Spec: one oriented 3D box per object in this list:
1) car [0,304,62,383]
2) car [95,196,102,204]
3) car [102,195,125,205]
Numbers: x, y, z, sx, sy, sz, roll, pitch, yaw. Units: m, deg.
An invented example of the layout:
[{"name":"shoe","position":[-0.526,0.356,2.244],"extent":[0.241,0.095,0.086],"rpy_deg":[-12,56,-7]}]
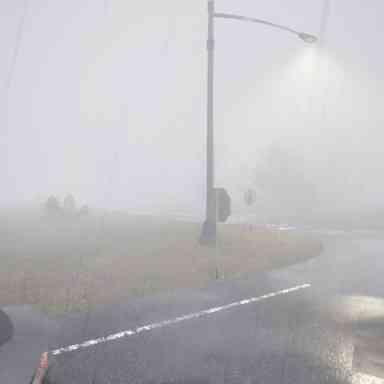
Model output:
[{"name":"car","position":[-3.226,1.492,1.578],"extent":[4.902,1.511,2.128],"rpy_deg":[0,0,-36]},{"name":"car","position":[-16.322,1.384,60.956],"extent":[2.128,1.511,4.902],"rpy_deg":[0,0,-34]},{"name":"car","position":[-13.083,1.255,56.226],"extent":[2.097,1.767,4.553],"rpy_deg":[0,0,-33]}]
